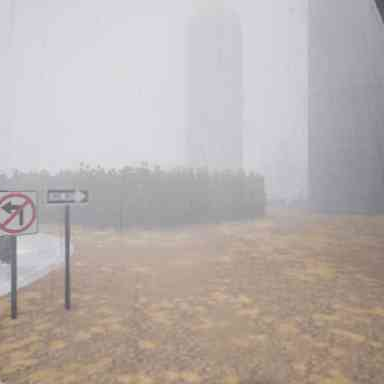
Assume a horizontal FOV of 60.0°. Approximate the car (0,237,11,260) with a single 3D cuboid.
[{"bbox_3d":[-6.806,1.580,9.695,1.994,1.385,4.181,0,0,-12],"label":"car"}]
